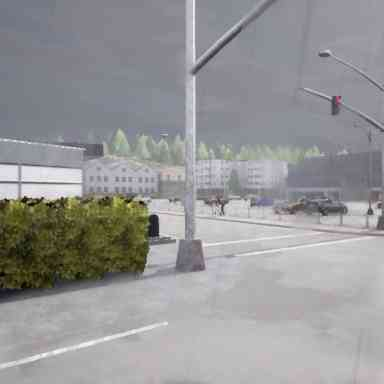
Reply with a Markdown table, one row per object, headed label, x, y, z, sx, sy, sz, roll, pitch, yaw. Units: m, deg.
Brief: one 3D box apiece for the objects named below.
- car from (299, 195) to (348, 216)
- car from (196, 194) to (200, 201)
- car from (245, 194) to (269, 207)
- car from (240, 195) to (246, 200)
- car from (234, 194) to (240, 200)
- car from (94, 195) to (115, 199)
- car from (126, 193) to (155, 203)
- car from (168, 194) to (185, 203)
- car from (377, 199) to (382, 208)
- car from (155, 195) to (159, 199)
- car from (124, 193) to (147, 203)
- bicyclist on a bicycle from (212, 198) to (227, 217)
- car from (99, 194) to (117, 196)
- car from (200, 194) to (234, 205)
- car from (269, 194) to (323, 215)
| label | x | y | z | sx | sy | sz | roll | pitch | yaw |
| --- | --- | --- | --- | --- | --- | --- | --- | --- | --- |
| car | 12.095 | 1.340 | 29.923 | 4.514 | 1.523 | 2.007 | 0 | 0 | -35 |
| car | 1.786 | 1.298 | 76.835 | 4.514 | 1.523 | 2.007 | 0 | 0 | -35 |
| car | 9.773 | 1.320 | 46.571 | 3.633 | 1.501 | 1.845 | 0 | 0 | -35 |
| car | 13.600 | 1.154 | 72.786 | 5.027 | 1.636 | 2.152 | 0 | 0 | -35 |
| car | 9.663 | 1.232 | 77.864 | 3.806 | 1.475 | 1.970 | 0 | 0 | -35 |
| car | -11.427 | 1.505 | 41.311 | 1.837 | 1.490 | 4.892 | 0 | 0 | -35 |
| car | -9.386 | 1.361 | 60.531 | 3.806 | 1.475 | 1.970 | 0 | 0 | -35 |
| car | -2.453 | 1.097 | 65.414 | 4.605 | 1.855 | 1.932 | 0 | 0 | -35 |
| car | 25.650 | 1.384 | 43.025 | 3.806 | 1.475 | 1.970 | 0 | 0 | -35 |
| car | -11.356 | 1.286 | 90.748 | 5.008 | 1.535 | 1.882 | 0 | 0 | -35 |
| car | -10.787 | 1.077 | 63.608 | 3.866 | 1.878 | 1.905 | 0 | 0 | -35 |
| bicyclist on a bicycle | 2.337 | 1.301 | 27.998 | 1.656 | 1.620 | 0.582 | 0 | 0 | -35 |
| car | -21.206 | 1.286 | 79.657 | 5.008 | 1.535 | 1.882 | 0 | 0 | -35 |
| car | 4.091 | 1.298 | 54.791 | 4.514 | 1.523 | 2.007 | 0 | 0 | -35 |
| car | 10.258 | 1.330 | 32.465 | 5.027 | 1.636 | 2.152 | 0 | 0 | -35 |
